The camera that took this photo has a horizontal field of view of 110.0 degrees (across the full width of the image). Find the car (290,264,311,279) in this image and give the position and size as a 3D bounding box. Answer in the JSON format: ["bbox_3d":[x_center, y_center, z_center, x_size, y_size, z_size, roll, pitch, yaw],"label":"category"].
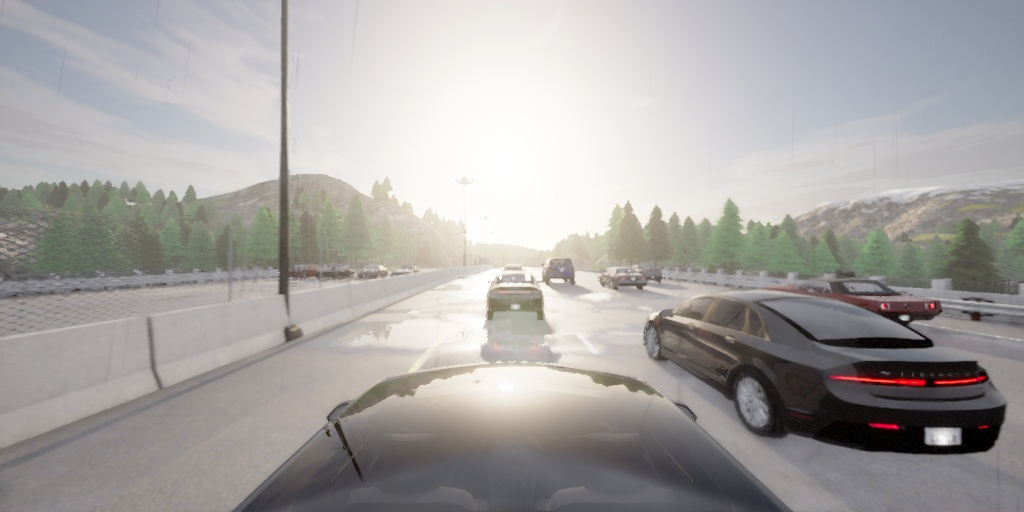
[{"bbox_3d":[-21.087,1.534,36.518,1.882,1.535,5.008,0,-1,0],"label":"car"}]

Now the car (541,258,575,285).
[{"bbox_3d":[3.604,1.153,28.531,2.150,2.045,5.566,0,-1,0],"label":"car"}]

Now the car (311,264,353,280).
[{"bbox_3d":[-17.590,1.644,35.786,1.895,1.301,4.718,0,-1,0],"label":"car"}]

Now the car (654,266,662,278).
[{"bbox_3d":[10.603,1.434,29.373,2.128,1.511,4.902,0,-1,0],"label":"car"}]

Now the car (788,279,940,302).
[{"bbox_3d":[10.602,1.397,11.905,1.895,1.301,4.718,0,0,0],"label":"car"}]

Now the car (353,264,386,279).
[{"bbox_3d":[-14.087,1.583,36.589,1.812,1.442,4.674,0,-1,0],"label":"car"}]

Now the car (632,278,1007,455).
[{"bbox_3d":[3.600,1.271,5.418,1.837,1.490,4.892,0,0,0],"label":"car"}]

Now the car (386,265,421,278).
[{"bbox_3d":[-10.592,1.601,36.390,2.033,1.411,5.357,0,-1,0],"label":"car"}]

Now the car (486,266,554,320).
[{"bbox_3d":[0.102,1.294,12.958,2.128,1.511,4.902,0,0,0],"label":"car"}]

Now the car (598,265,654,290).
[{"bbox_3d":[7.102,1.422,23.524,2.033,1.411,5.357,0,-1,0],"label":"car"}]
